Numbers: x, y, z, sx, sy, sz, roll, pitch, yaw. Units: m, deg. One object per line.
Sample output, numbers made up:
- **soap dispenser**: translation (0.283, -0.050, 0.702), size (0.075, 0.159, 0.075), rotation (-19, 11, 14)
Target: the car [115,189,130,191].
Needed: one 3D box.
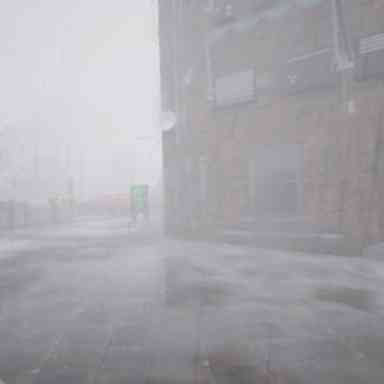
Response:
- **car**: translation (-11.879, 0.913, 53.933), size (5.008, 1.535, 2.097), rotation (-2, 2, 24)

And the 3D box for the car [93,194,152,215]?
- **car**: translation (-7.090, 1.332, 34.019), size (5.008, 1.535, 2.097), rotation (-2, 2, 24)

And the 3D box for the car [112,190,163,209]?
- **car**: translation (-6.004, 1.074, 36.622), size (4.553, 1.767, 2.185), rotation (-2, 2, 24)

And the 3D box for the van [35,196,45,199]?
- **van**: translation (-17.341, 1.451, 41.089), size (4.442, 1.987, 1.878), rotation (-2, 2, 24)

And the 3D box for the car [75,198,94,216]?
- **car**: translation (-12.041, 1.667, 33.976), size (1.994, 1.385, 4.181), rotation (-2, 1, 23)

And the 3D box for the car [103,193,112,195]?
- **car**: translation (-14.149, 1.231, 48.701), size (4.892, 1.521, 2.231), rotation (-2, 2, 24)

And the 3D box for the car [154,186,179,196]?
- **car**: translation (-5.258, -0.139, 69.297), size (4.553, 1.767, 2.185), rotation (-2, 2, 24)

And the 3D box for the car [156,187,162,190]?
- **car**: translation (-8.639, 0.332, 61.506), size (4.553, 1.767, 2.185), rotation (-2, 2, 24)

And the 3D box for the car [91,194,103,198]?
- **car**: translation (-15.215, 1.418, 46.261), size (4.674, 1.452, 2.002), rotation (-2, 2, 24)
